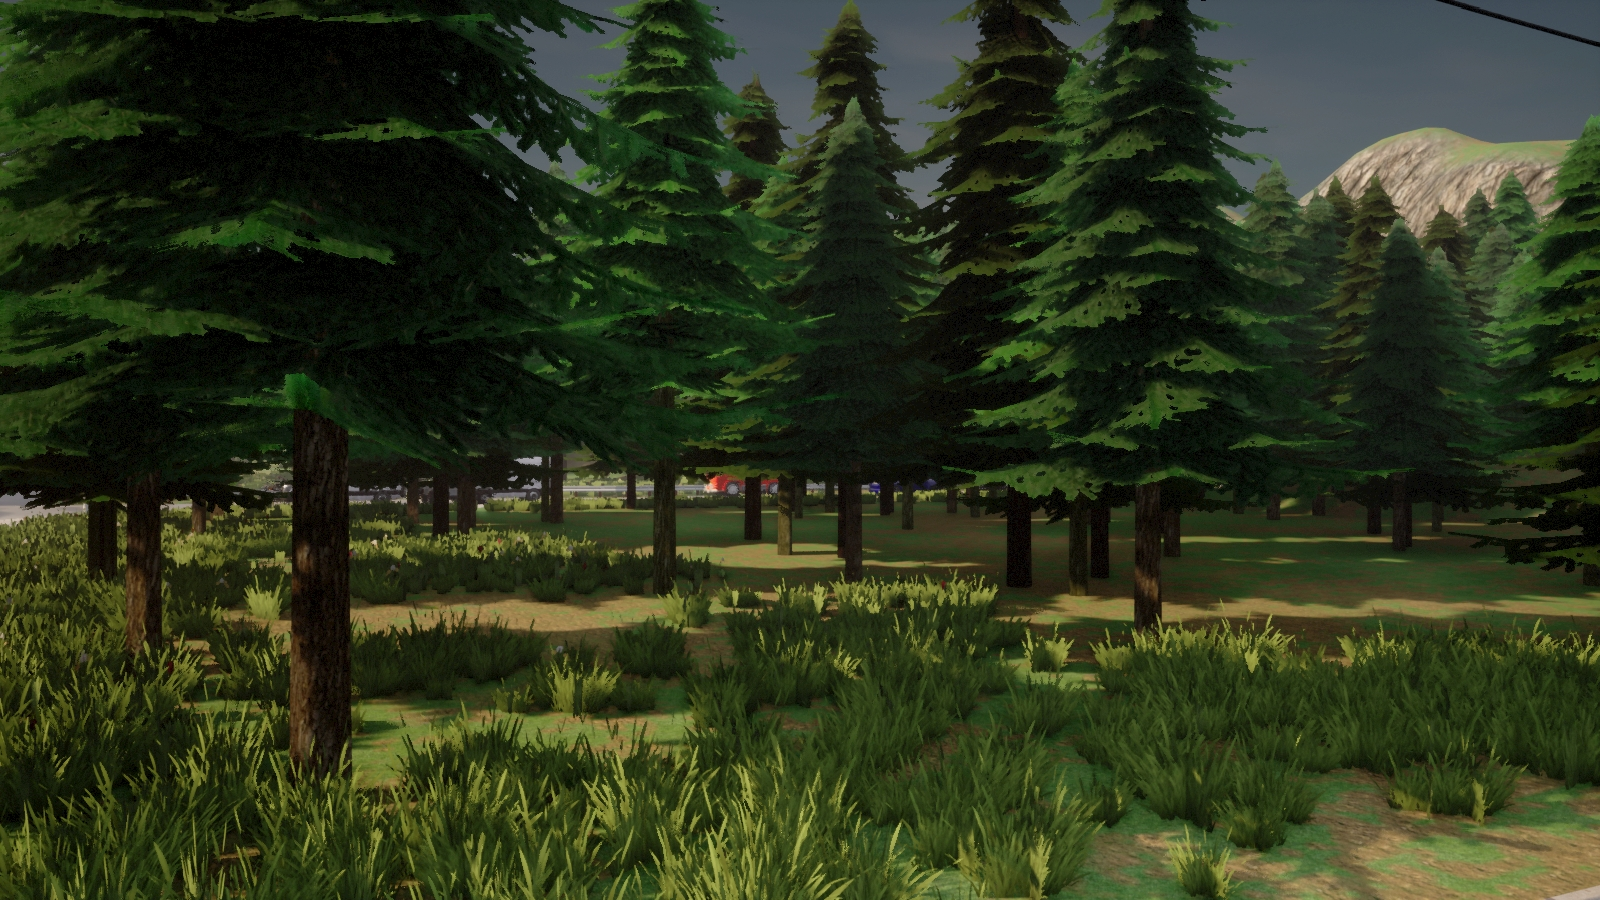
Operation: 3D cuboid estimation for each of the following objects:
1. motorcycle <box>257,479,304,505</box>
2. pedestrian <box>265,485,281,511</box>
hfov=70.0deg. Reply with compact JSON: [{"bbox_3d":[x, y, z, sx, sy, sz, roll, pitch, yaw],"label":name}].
[{"bbox_3d":[-27.038,2.178,59.476,2.209,1.251,0.867,0,0,-22],"label":"motorcycle"},{"bbox_3d":[-22.768,2.050,49.344,0.500,1.100,0.500,0,0,-11],"label":"pedestrian"}]
